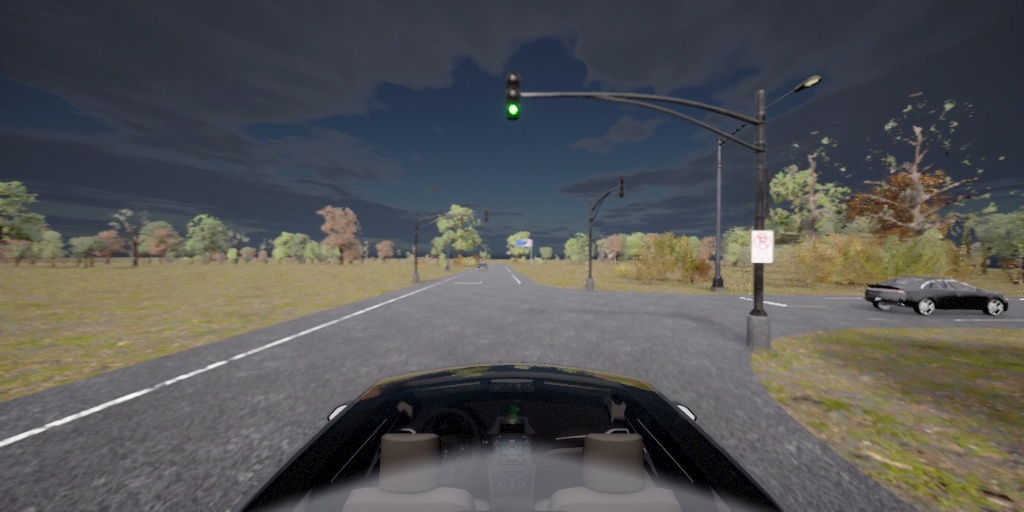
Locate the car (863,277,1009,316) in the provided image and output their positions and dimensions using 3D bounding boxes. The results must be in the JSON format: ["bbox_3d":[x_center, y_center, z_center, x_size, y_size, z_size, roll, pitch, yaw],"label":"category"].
[{"bbox_3d":[17.849,1.650,15.195,4.902,1.511,2.128,1,0,-2],"label":"car"}]
